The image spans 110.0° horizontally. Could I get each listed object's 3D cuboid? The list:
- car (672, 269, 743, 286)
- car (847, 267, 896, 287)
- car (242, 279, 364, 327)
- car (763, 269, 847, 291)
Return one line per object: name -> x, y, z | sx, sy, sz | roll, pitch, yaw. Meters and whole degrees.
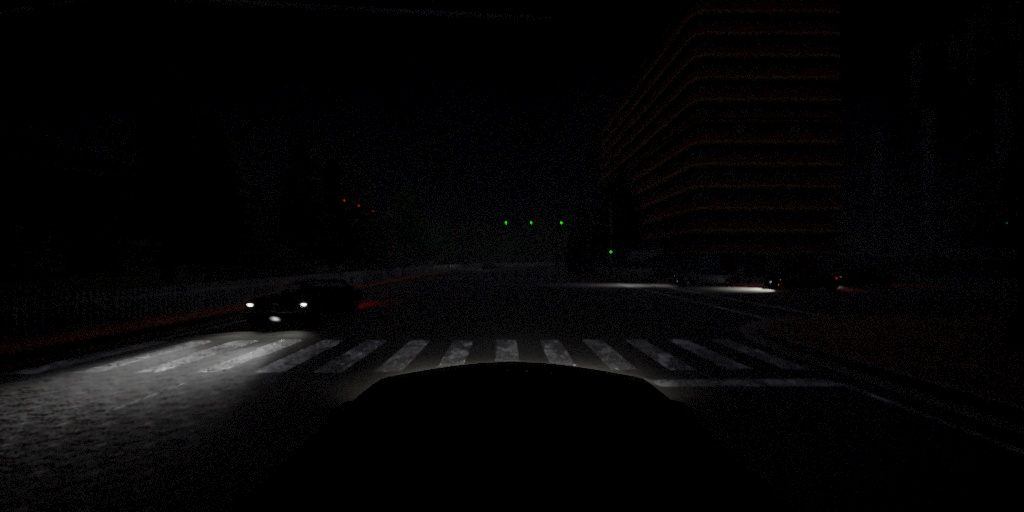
car -> 15.210, 1.679, 28.136 | 4.718, 1.301, 1.895 | 0, -1, 2
car -> 27.105, 1.603, 28.029 | 4.674, 1.442, 1.812 | 0, -1, 1
car -> -6.747, 1.471, 12.190 | 1.895, 1.301, 4.718 | 0, -1, -4
car -> 19.725, 1.606, 24.569 | 4.181, 1.385, 1.994 | 0, -1, 1
